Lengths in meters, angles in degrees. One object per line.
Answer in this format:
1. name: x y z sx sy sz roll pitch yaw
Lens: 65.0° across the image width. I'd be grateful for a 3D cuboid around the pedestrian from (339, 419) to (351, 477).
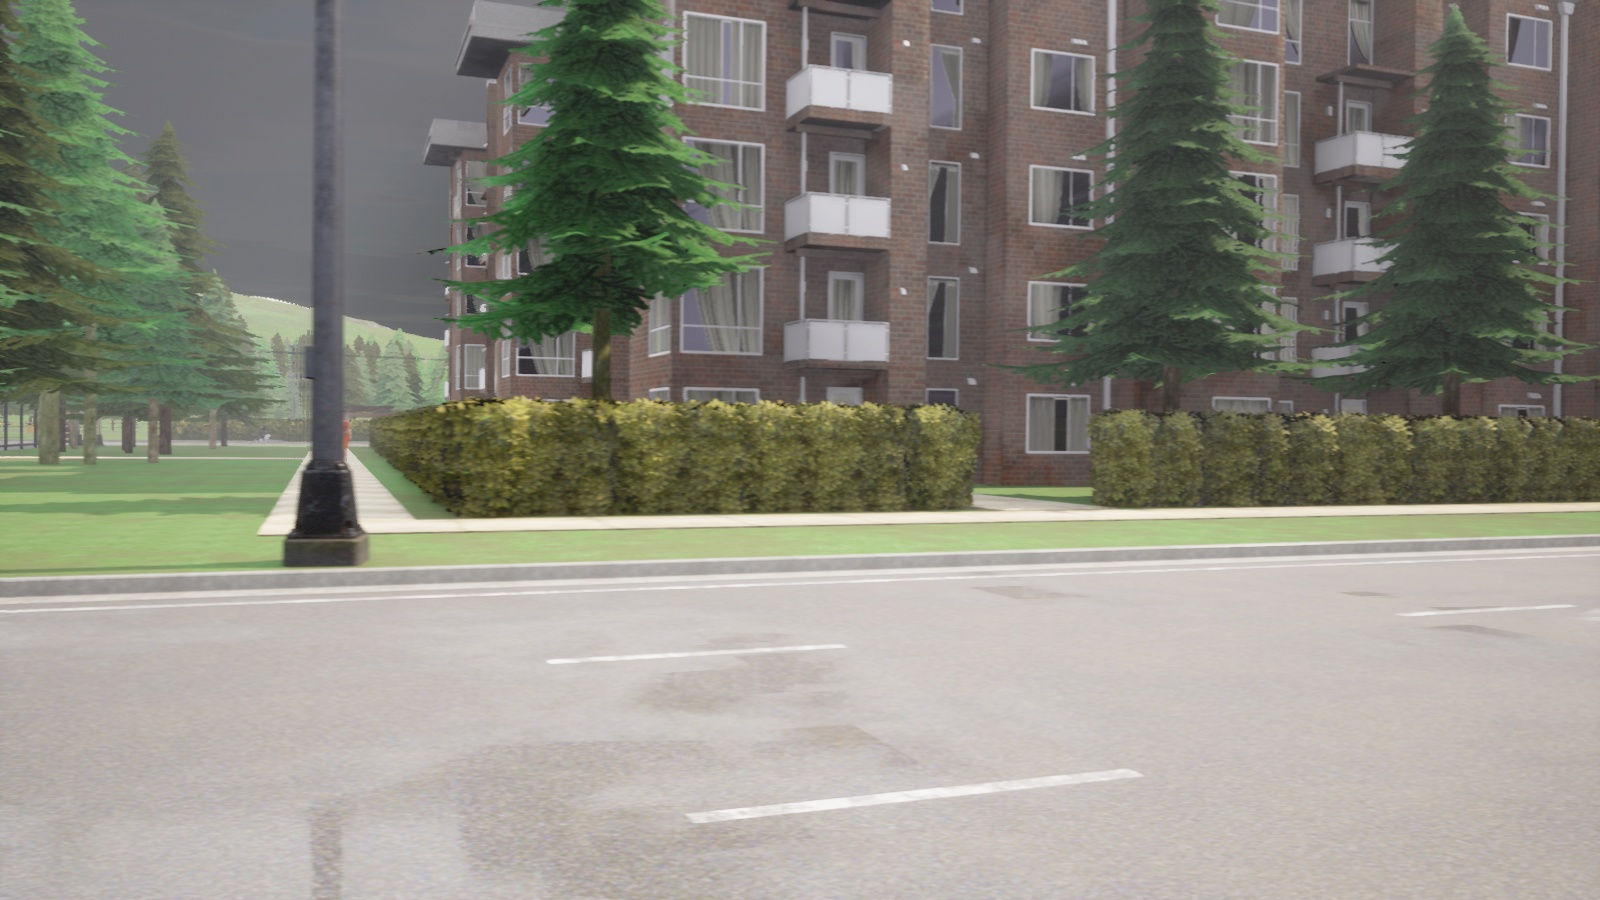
1. pedestrian: -14.523 -0.068 40.068 0.345 1.836 0.594 -1 1 -21
